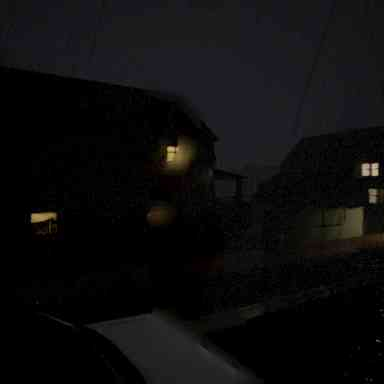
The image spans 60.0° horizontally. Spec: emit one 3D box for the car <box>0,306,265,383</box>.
[{"bbox_3d":[-1.838,1.584,1.814,4.718,1.301,1.895,0,0,-34],"label":"car"}]
